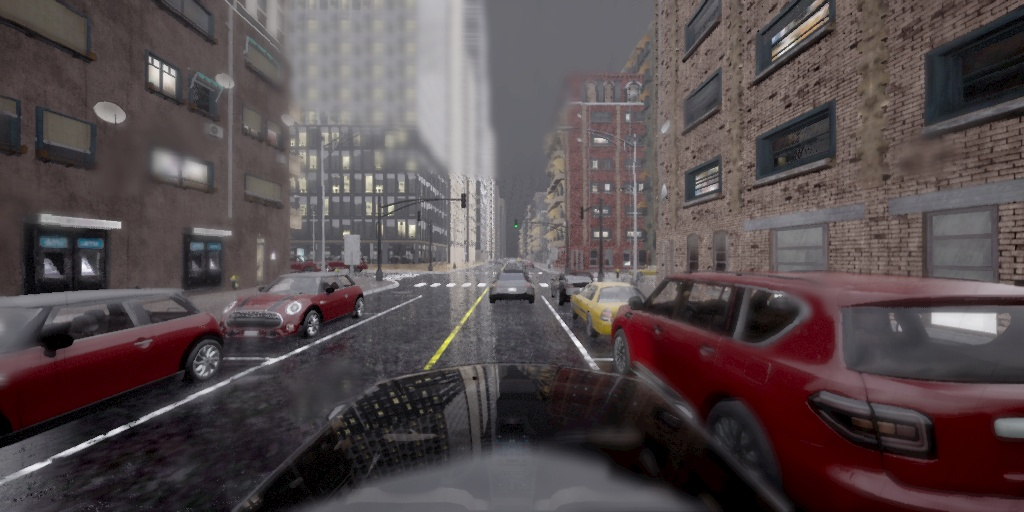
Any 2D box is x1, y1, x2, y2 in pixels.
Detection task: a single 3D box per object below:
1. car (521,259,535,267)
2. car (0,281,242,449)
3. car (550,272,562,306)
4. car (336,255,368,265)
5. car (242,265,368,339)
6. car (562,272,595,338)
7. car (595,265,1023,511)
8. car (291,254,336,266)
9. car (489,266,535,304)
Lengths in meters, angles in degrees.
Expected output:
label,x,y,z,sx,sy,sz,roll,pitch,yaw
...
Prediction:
label,x,y,z,sx,sy,sz,roll,pitch,yaw
car,2.740,1.349,57.539,1.802,1.307,4.207,0,0,0
car,-5.691,1.187,4.149,1.967,1.591,4.097,0,0,0
car,2.689,1.315,15.516,1.948,1.339,4.313,0,0,0
car,-17.711,0.780,37.560,5.009,1.841,2.192,0,0,0
car,-5.691,1.188,9.832,1.967,1.591,4.097,0,0,0
car,2.690,1.274,10.004,1.751,1.417,4.829,0,0,0
car,2.689,1.062,4.151,2.192,1.841,5.009,0,0,0
car,-17.576,0.759,29.181,5.009,1.841,2.192,0,0,0
car,0.000,1.323,16.500,1.994,1.385,4.181,0,0,0
